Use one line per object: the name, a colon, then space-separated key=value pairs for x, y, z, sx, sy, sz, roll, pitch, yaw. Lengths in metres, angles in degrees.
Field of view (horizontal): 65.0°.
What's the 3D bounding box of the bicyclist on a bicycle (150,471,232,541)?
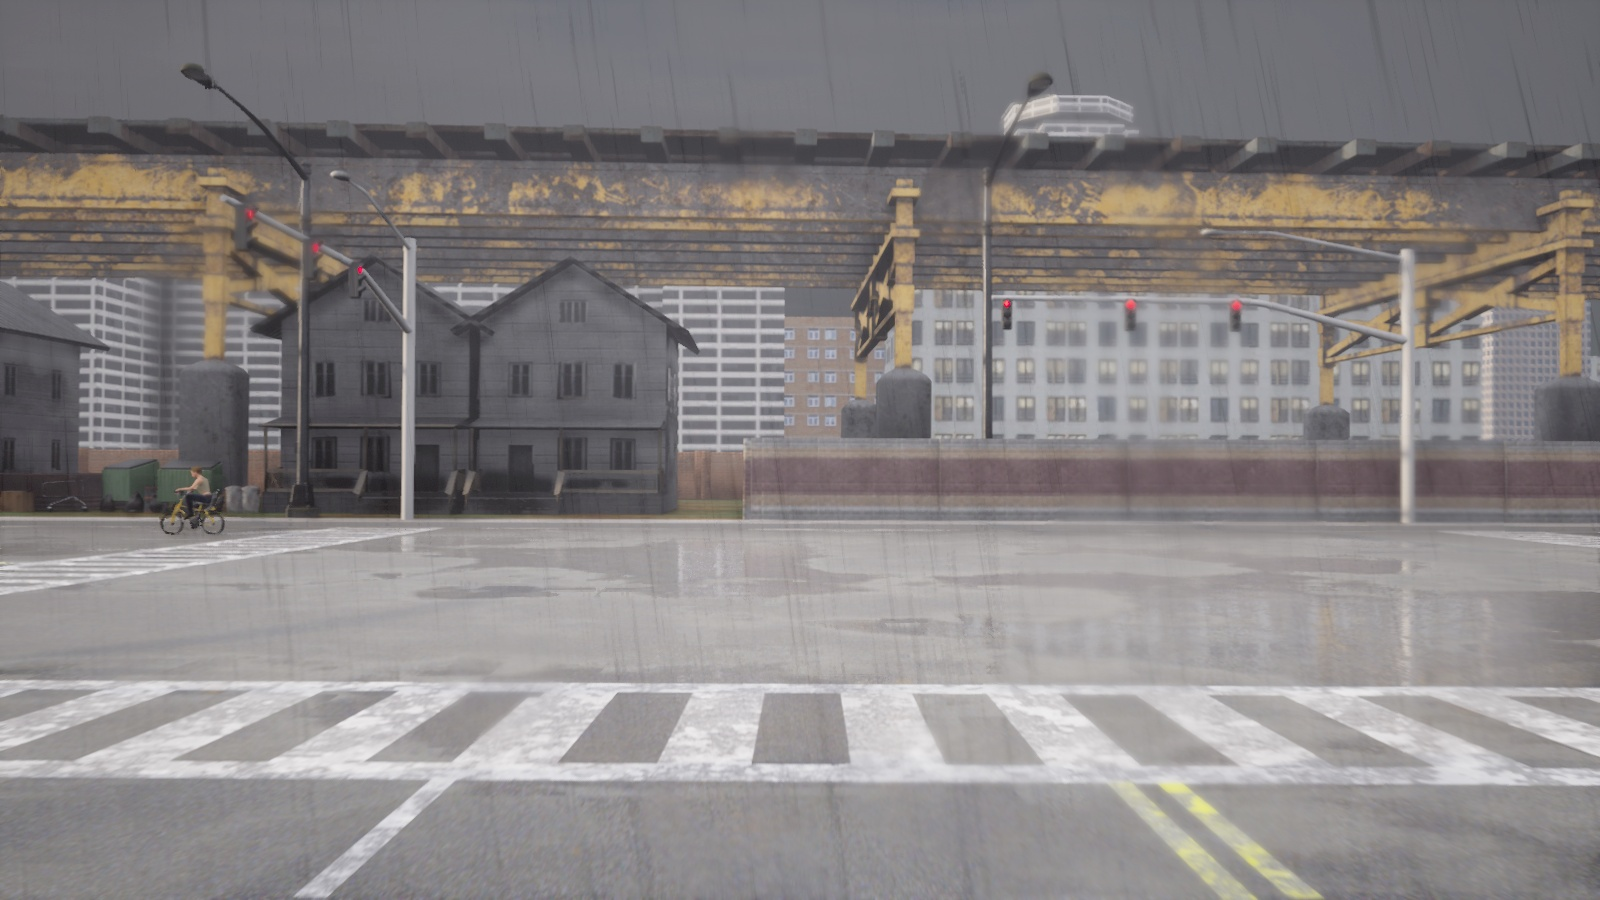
bicyclist on a bicycle: x=-14.200 y=1.298 z=29.316 sx=1.509 sy=1.612 sz=0.866 roll=0 pitch=-1 yaw=0
